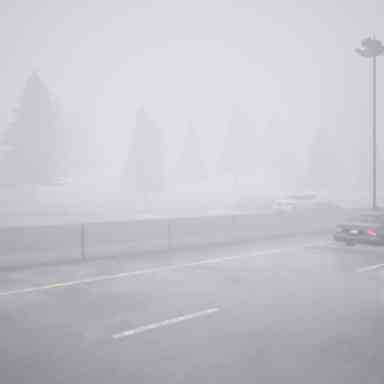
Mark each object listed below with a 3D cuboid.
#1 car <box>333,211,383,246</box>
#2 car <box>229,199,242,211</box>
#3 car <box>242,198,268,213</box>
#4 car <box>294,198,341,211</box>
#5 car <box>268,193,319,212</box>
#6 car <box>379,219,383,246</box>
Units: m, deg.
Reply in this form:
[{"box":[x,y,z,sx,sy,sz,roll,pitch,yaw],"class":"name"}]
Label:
[{"box":[8.052,1.515,13.793,5.357,1.411,2.033,0,0,-36],"class":"car"},{"box":[6.499,1.428,38.717,4.902,1.511,2.128,0,0,-35],"class":"car"},{"box":[7.894,1.465,35.415,4.674,1.442,1.812,0,0,-35],"class":"car"},{"box":[11.337,1.505,29.272,4.181,1.385,1.994,0,0,-35],"class":"car"},{"box":[10.459,1.162,32.951,5.566,2.045,2.150,0,0,-36],"class":"car"},{"box":[7.228,1.480,8.905,4.892,1.490,1.837,0,0,-36],"class":"car"}]
